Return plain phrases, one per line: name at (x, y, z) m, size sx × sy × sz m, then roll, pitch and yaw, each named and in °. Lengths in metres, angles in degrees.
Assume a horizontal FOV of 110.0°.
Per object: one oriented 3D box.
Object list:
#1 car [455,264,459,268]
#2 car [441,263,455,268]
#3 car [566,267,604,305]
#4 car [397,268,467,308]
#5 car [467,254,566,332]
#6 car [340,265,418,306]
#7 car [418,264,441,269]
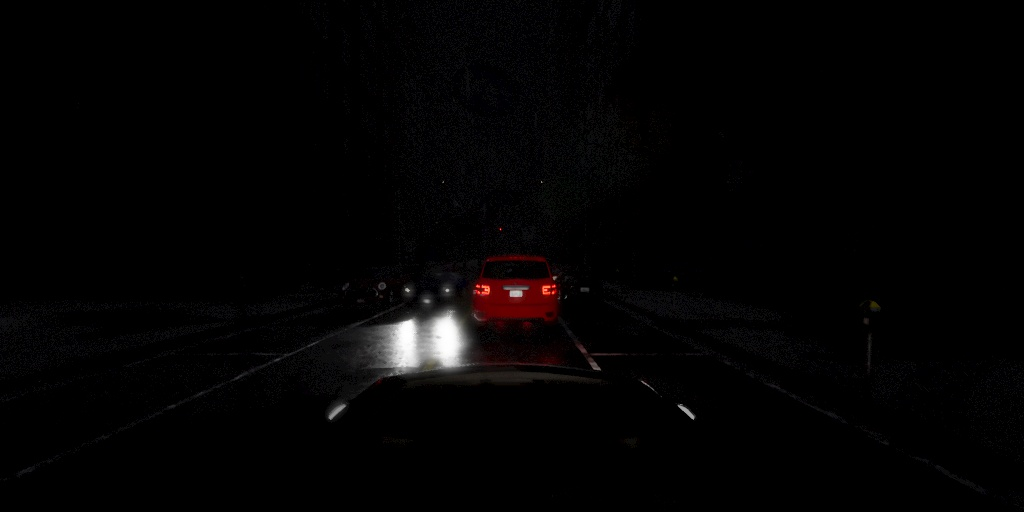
car at (-5.750, 1.283, 32.140) m, size 1.888 × 1.381 × 4.507 m, roll 0°, pitch 0°, yaw 0°
car at (-5.753, 1.290, 26.634) m, size 2.007 × 1.370 × 4.403 m, roll 0°, pitch 0°, yaw 0°
car at (2.768, 1.309, 15.620) m, size 1.948 × 1.339 × 4.313 m, roll 0°, pitch 0°, yaw 0°
car at (-3.086, 1.344, 15.276) m, size 1.895 × 1.301 × 4.718 m, roll 0°, pitch 0°, yaw 0°
car at (0.106, 0.967, 10.981) m, size 2.150 × 2.045 × 5.566 m, roll 0°, pitch 0°, yaw 0°
car at (-5.758, 1.183, 15.624) m, size 1.967 × 1.591 × 4.097 m, roll 0°, pitch 0°, yaw 0°
car at (-5.756, 1.307, 21.129) m, size 1.948 × 1.339 × 4.313 m, roll 0°, pitch 0°, yaw 0°
